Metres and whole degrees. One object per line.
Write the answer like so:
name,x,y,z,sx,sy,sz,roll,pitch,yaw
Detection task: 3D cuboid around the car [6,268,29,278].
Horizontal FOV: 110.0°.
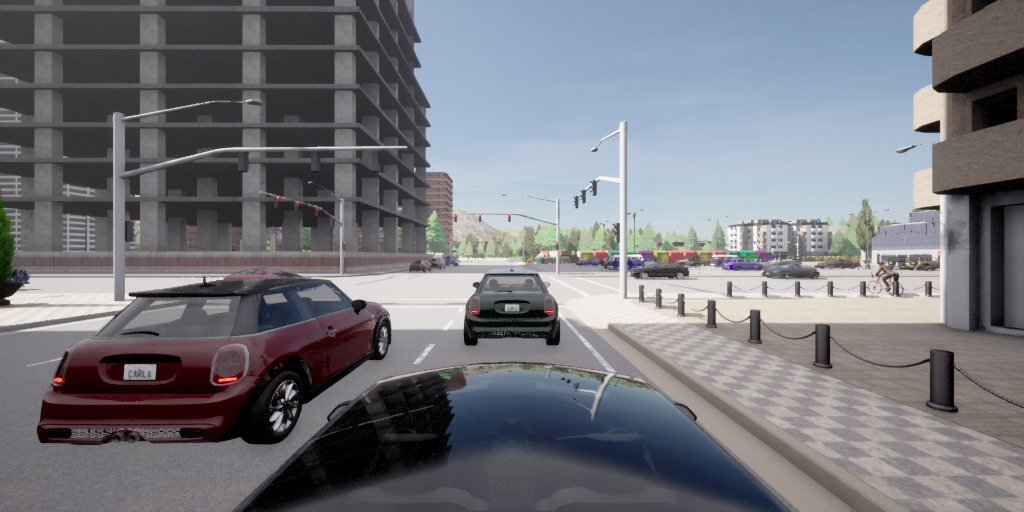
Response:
car,-31.843,1.026,20.793,5.566,2.045,2.150,0,0,0

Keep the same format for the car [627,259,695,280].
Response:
car,13.039,1.283,31.820,5.008,1.535,1.882,0,0,0

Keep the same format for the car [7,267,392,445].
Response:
car,-3.483,1.102,5.471,2.097,1.767,4.553,0,0,0

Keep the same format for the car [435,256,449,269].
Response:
car,-11.467,1.102,54.509,2.097,1.767,4.553,0,0,-1

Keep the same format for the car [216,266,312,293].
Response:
car,-14.348,1.353,20.919,4.181,1.385,1.994,-1,0,0

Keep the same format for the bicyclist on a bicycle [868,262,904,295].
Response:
bicyclist on a bicycle,18.070,1.106,17.374,0.582,1.620,1.656,0,0,0

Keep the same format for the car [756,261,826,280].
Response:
car,24.743,1.369,31.905,4.181,1.385,1.994,0,0,0

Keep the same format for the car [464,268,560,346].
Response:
car,-0.020,1.102,9.605,2.097,1.767,4.553,0,0,-1

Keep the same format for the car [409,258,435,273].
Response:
car,-11.366,1.228,44.752,1.882,1.535,5.008,0,0,0
